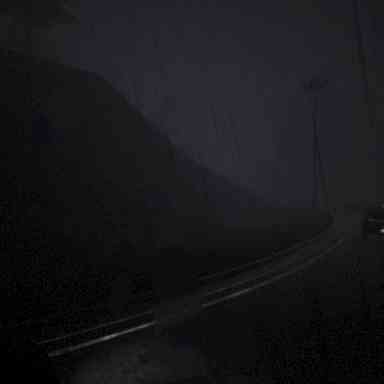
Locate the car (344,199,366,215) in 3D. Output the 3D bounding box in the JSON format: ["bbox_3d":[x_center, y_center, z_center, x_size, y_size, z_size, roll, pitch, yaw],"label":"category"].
[{"bbox_3d":[16.872,1.472,34.108,1.882,1.535,5.008,0,0,17],"label":"car"}]

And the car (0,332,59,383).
[{"bbox_3d":[-3.187,1.512,1.557,4.892,1.490,1.837,-1,1,-33],"label":"car"}]

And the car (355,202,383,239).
[{"bbox_3d":[9.681,1.487,16.775,2.128,1.511,4.902,0,0,30],"label":"car"}]

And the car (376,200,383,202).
[{"bbox_3d":[21.260,1.591,36.974,1.895,1.301,4.718,0,0,14],"label":"car"}]
